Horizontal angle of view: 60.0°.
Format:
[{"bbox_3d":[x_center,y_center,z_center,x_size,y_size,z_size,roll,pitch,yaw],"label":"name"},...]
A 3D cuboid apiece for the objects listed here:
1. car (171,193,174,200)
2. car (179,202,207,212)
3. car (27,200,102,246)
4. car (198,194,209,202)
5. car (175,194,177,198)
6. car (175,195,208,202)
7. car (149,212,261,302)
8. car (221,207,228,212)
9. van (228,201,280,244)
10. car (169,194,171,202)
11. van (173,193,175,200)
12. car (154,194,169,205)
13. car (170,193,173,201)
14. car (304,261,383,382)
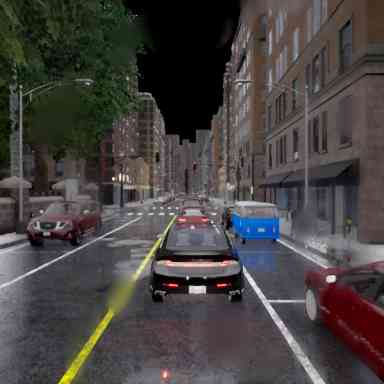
[{"bbox_3d":[-5.681,1.524,75.545,1.887,1.381,4.507,0,0,0],"label":"car"},{"bbox_3d":[0.100,1.527,18.496,1.812,1.442,4.674,0,0,0],"label":"car"},{"bbox_3d":[-5.672,1.317,15.504,2.192,1.841,5.009,0,0,0],"label":"car"},{"bbox_3d":[2.844,1.420,75.582,1.967,1.590,4.097,0,0,0],"label":"car"},{"bbox_3d":[-5.682,1.534,86.447,2.008,1.369,4.403,0,0,0],"label":"car"},{"bbox_3d":[0.044,1.350,27.453,2.097,1.767,4.553,0,0,2],"label":"car"},{"bbox_3d":[0.099,1.494,8.234,2.128,1.511,4.902,0,0,0],"label":"car"},{"bbox_3d":[2.853,1.567,21.205,1.947,1.339,4.313,0,0,0],"label":"car"},{"bbox_3d":[2.853,1.343,15.545,1.690,1.788,3.998,0,0,0],"label":"van"},{"bbox_3d":[-5.679,1.530,64.643,2.008,1.369,4.403,0,0,0],"label":"car"},{"bbox_3d":[-5.682,1.322,80.996,1.690,1.788,3.998,0,0,0],"label":"van"},{"bbox_3d":[-5.678,1.506,59.023,1.752,1.417,4.829,0,0,0],"label":"car"},{"bbox_3d":[-5.680,1.524,70.094,1.887,1.381,4.507,0,0,0],"label":"car"},{"bbox_3d":[2.855,1.546,4.224,1.887,1.381,4.507,0,0,0],"label":"car"}]
